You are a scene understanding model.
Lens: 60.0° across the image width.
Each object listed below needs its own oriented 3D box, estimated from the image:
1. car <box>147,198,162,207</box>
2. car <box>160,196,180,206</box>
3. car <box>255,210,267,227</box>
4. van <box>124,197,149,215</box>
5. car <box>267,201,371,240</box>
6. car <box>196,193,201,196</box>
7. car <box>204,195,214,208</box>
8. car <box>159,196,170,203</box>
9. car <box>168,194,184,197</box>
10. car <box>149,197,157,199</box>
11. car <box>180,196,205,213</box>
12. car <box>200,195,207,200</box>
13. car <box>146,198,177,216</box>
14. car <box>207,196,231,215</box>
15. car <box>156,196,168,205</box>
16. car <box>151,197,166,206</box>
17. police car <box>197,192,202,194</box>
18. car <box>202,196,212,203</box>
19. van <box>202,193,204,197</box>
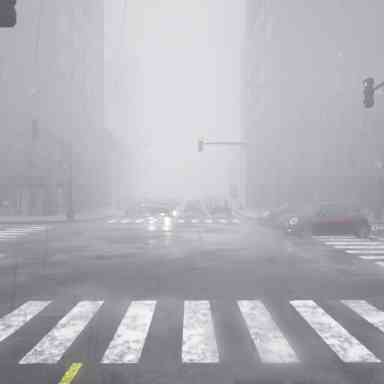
[{"bbox_3d":[-5.614,1.584,50.436,1.802,1.307,4.206,0,0,0],"label":"car"},{"bbox_3d":[-2.890,1.603,43.189,1.895,1.301,4.718,0,0,1],"label":"car"},{"bbox_3d":[6.293,1.354,20.682,4.553,1.767,2.097,0,0,0],"label":"car"},{"bbox_3d":[-5.698,1.343,33.431,1.690,1.788,3.998,0,0,0],"label":"van"},{"bbox_3d":[6.439,1.359,16.694,4.553,1.767,2.097,0,0,-12],"label":"car"},{"bbox_3d":[0.328,1.526,65.032,1.812,1.442,4.674,0,0,1],"label":"car"},{"bbox_3d":[2.883,1.443,44.730,1.967,1.590,4.097,0,0,0],"label":"car"},{"bbox_3d":[-5.530,1.566,67.441,1.947,1.339,4.313,0,0,0],"label":"car"},{"bbox_3d":[-2.829,1.550,53.879,2.033,1.411,5.357,0,0,1],"label":"car"},{"bbox_3d":[-5.670,1.442,39.100,1.967,1.590,4.097,0,0,0],"label":"car"},{"bbox_3d":[0.152,1.549,37.846,2.033,1.411,5.357,0,0,2],"label":"car"},{"bbox_3d":[3.108,1.557,90.084,1.947,1.339,4.313,0,0,0],"label":"car"},{"bbox_3d":[-2.940,1.602,33.206,1.895,1.301,4.718,0,0,3],"label":"car"},{"bbox_3d":[2.828,1.442,33.392,1.967,1.590,4.097,0,0,0],"label":"car"},{"bbox_3d":[-5.559,1.526,61.602,1.752,1.417,4.829,0,0,0],"label":"car"},{"bbox_3d":[-5.586,1.568,56.105,1.947,1.339,4.313,0,0,0],"label":"car"},{"bbox_3d":[2.754,1.420,79.498,1.930,1.638,5.238,0,0,0],"label":"police car"},{"bbox_3d":[2.996,1.551,67.407,2.008,1.369,4.403,0,0,0],"label":"car"},{"bbox_3d":[2.939,1.343,56.068,1.690,1.788,3.998,0,0,0],"label":"van"}]
